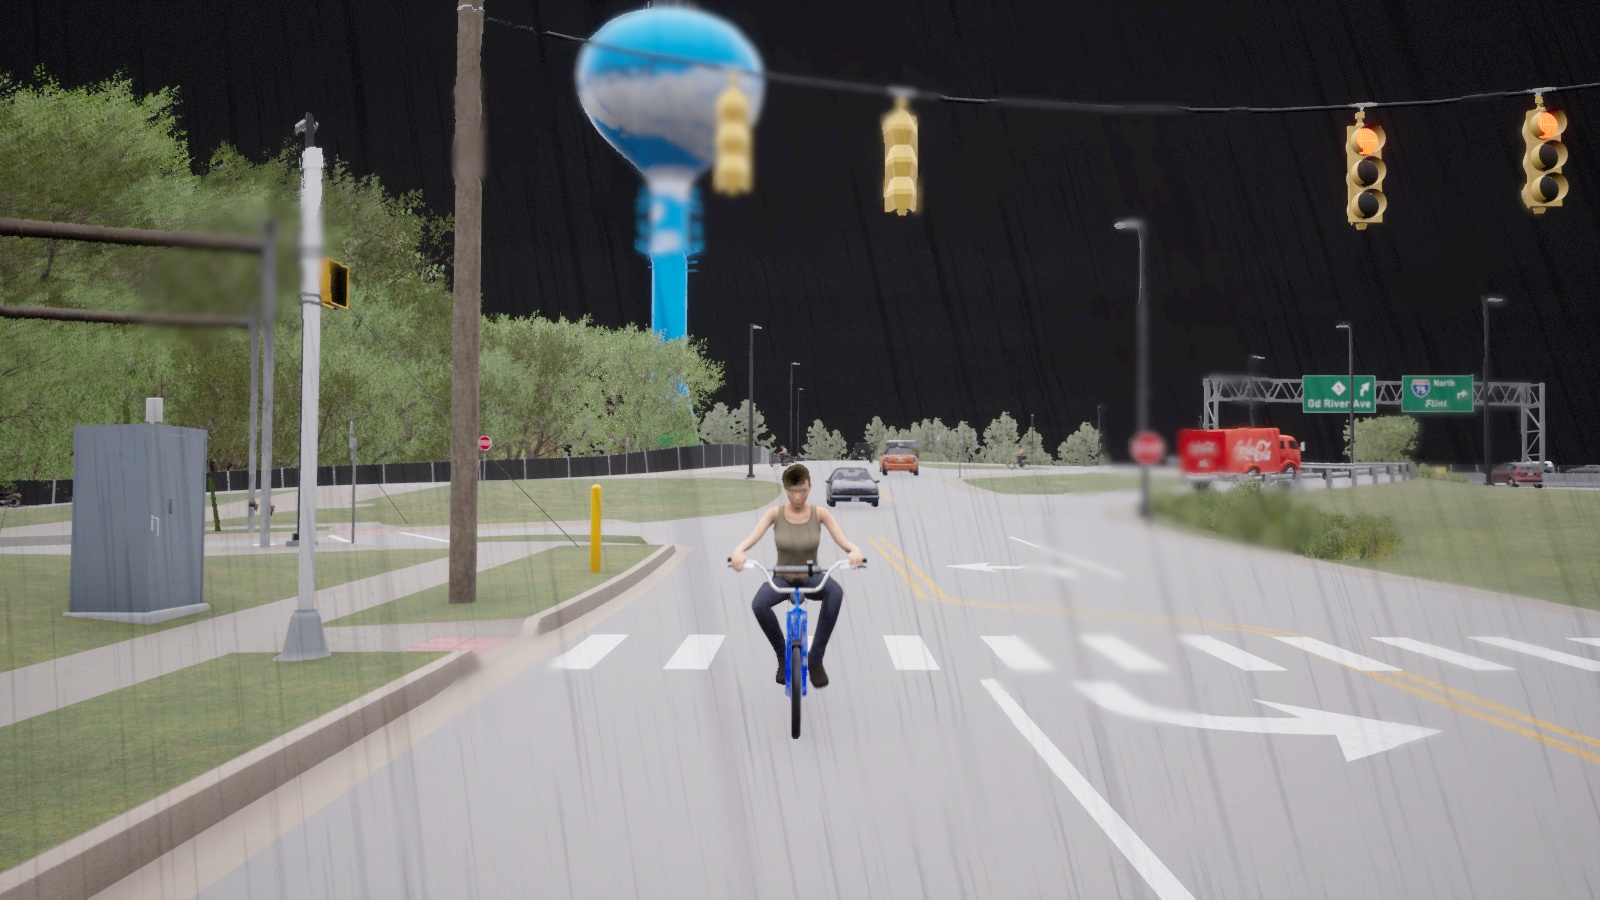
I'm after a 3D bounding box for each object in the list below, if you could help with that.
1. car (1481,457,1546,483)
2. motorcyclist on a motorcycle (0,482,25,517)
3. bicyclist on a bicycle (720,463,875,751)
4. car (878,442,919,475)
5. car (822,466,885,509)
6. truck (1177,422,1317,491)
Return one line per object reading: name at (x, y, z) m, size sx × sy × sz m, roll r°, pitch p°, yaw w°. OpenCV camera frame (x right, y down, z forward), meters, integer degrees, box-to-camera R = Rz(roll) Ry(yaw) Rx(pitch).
car at (42.464, 1.199, 74.826) m, size 1.789 × 1.549 × 3.705 m, roll 0°, pitch -1°, yaw 1°
motorcyclist on a motorcycle at (-40.297, 2.534, 62.808) m, size 0.766 × 1.649 × 2.350 m, roll -3°, pitch 1°, yaw 43°
bicyclist on a bicycle at (-0.012, 0.893, 7.810) m, size 0.866 × 1.612 × 1.509 m, roll 0°, pitch -1°, yaw 0°
car at (5.846, 0.497, 74.943) m, size 2.097 × 1.767 × 4.553 m, roll 0°, pitch 2°, yaw 0°
car at (1.952, 1.355, 47.278) m, size 2.033 × 1.411 × 5.357 m, roll 0°, pitch 0°, yaw -1°
truck at (17.766, 0.245, 49.839) m, size 5.204 × 2.467 × 2.627 m, roll -2°, pitch -1°, yaw -35°
